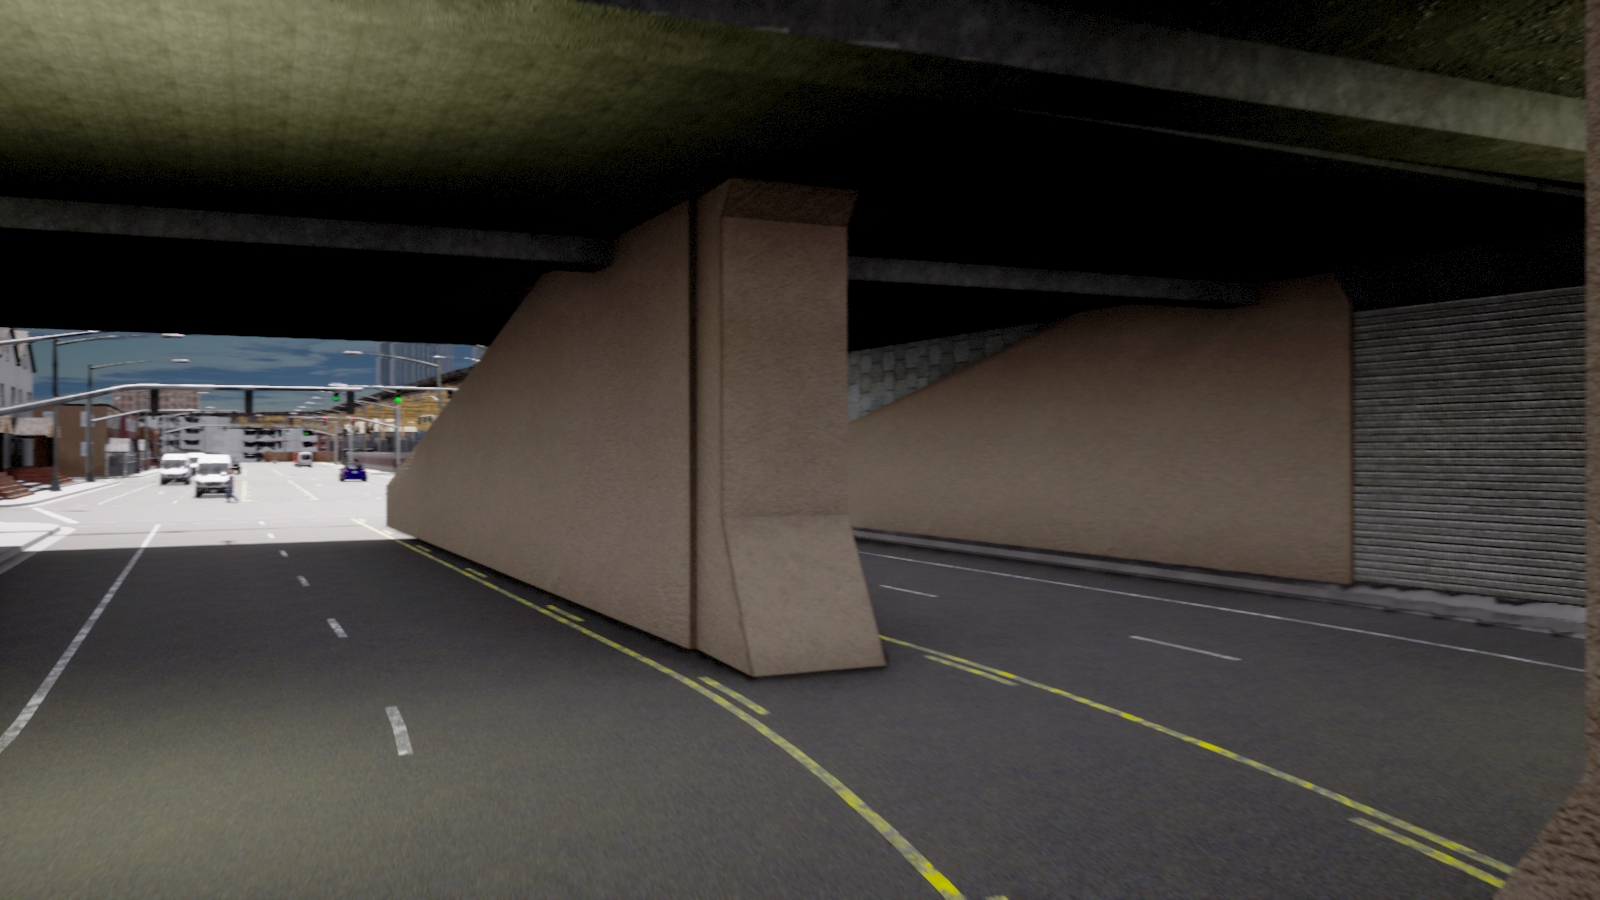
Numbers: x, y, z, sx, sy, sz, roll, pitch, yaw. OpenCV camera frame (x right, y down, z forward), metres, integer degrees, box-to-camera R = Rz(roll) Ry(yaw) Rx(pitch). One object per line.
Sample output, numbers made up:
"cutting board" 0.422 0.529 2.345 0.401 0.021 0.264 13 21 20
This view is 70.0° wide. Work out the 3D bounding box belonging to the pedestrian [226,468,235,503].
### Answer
"pedestrian" -30.679 1.901 61.587 0.375 1.860 0.375 0 0 -34
